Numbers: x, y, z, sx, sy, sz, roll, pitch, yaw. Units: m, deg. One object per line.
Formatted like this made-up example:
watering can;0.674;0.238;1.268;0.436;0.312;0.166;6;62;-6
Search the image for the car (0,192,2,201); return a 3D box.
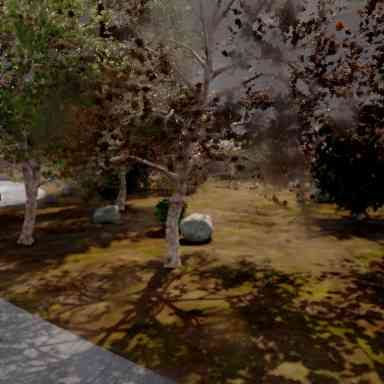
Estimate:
car;-16.117;0.030;24.476;2.097;1.767;4.553;5;4;3
